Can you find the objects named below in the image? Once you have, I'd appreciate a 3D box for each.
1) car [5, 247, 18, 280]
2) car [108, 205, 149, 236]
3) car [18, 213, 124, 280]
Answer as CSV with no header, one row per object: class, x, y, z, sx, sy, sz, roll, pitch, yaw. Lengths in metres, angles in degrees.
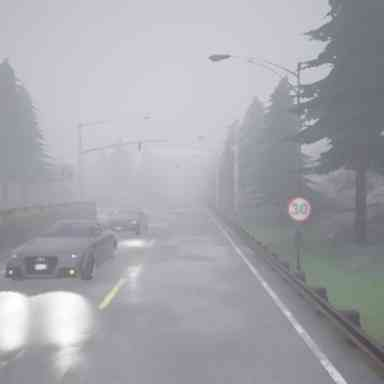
car,-3.586,1.499,2.567,1.837,1.490,4.892,0,0,0
car,-3.517,1.475,18.347,1.812,1.442,4.674,0,0,1
car,-3.497,1.537,9.689,1.994,1.385,4.181,0,0,0
